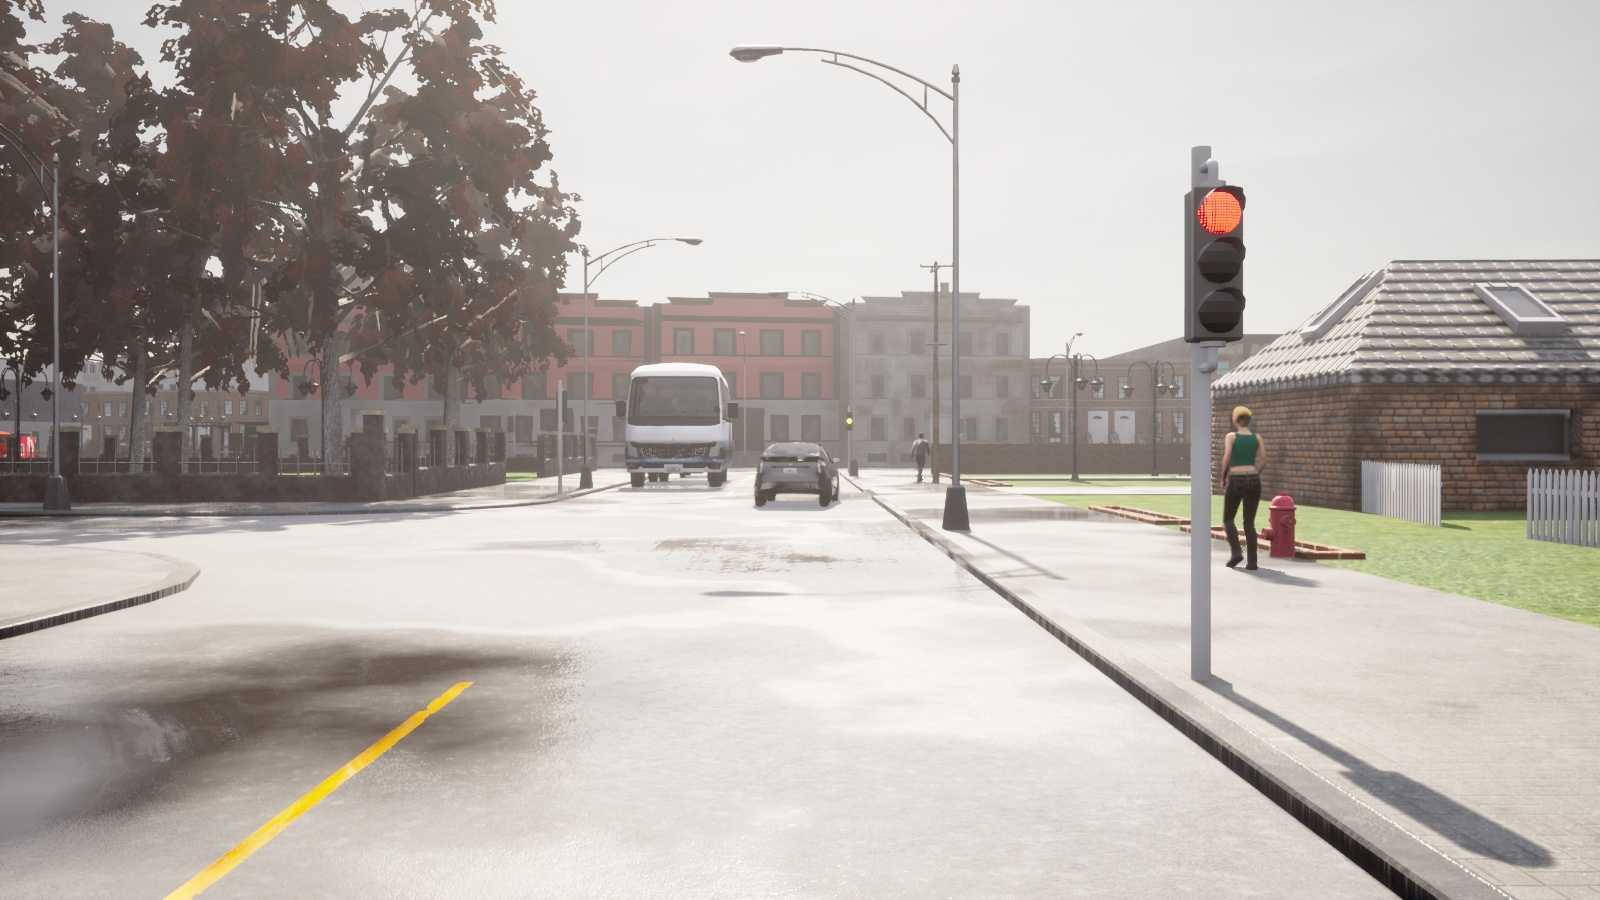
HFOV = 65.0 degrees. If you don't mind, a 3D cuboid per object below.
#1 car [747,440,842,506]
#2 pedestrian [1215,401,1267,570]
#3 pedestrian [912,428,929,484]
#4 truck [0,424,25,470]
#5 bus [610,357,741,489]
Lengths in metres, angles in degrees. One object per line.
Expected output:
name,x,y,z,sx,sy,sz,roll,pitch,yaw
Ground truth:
car,-0.059,0.518,31.120,2.007,1.525,4.514,0,0,4
pedestrian,4.881,0.382,13.910,0.345,1.836,0.594,0,0,-2
pedestrian,4.260,0.209,44.322,0.423,1.949,0.788,0,0,18
truck,-45.834,-0.165,68.737,5.204,2.467,2.627,0,0,0
bus,-4.227,-0.889,45.382,3.944,4.253,10.273,0,0,-1
